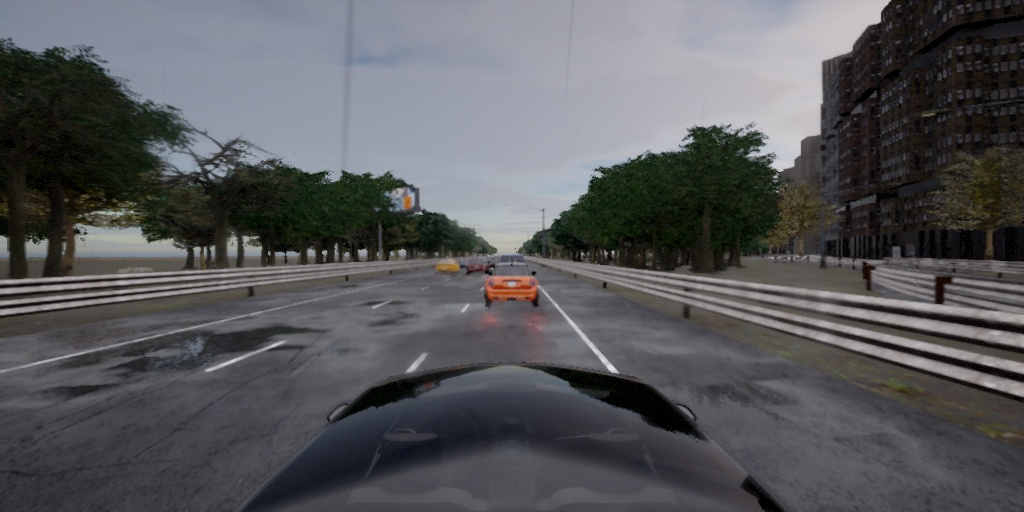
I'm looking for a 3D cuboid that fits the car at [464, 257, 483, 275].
[{"bbox_3d":[-3.493,1.005,37.874,2.097,1.767,4.553,0,0,0],"label":"car"}]

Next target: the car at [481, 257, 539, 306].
[{"bbox_3d":[-0.002,1.056,15.544,2.097,1.767,4.553,0,0,0],"label":"car"}]

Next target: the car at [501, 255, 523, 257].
[{"bbox_3d":[-0.005,0.954,27.162,2.150,2.045,5.566,0,-1,0],"label":"car"}]

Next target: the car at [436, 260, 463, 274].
[{"bbox_3d":[-6.974,1.126,39.499,1.882,1.535,5.008,0,0,1],"label":"car"}]
